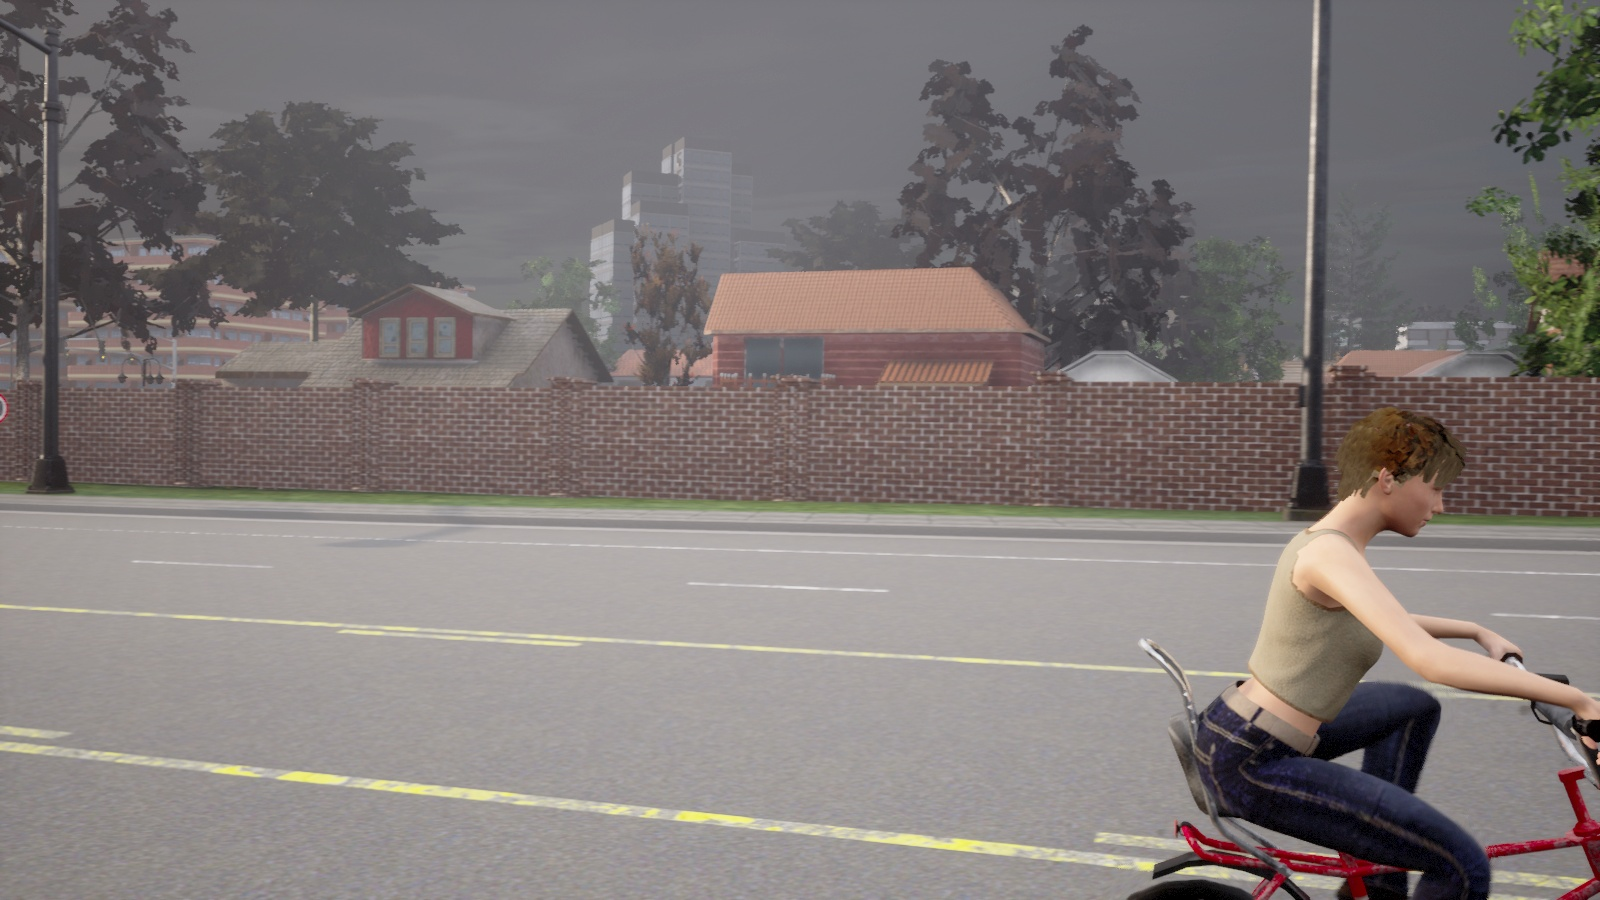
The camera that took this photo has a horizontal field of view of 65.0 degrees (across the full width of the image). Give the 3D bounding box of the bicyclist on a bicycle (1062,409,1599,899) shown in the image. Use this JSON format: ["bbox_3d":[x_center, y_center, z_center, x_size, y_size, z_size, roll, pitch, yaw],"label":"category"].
[{"bbox_3d":[1.387,0.725,2.722,1.509,1.612,0.866,1,1,18],"label":"bicyclist on a bicycle"}]
